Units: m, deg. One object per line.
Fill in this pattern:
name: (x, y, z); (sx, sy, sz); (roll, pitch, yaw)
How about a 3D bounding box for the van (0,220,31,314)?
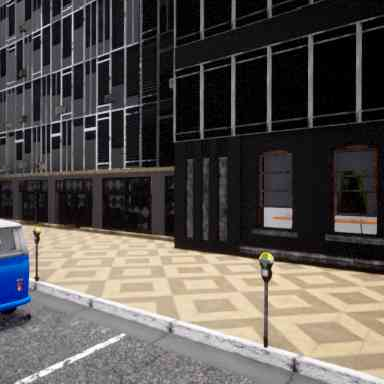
van: (-4.728, 1.340, 6.260); (3.998, 1.788, 1.690); (0, 0, 36)
